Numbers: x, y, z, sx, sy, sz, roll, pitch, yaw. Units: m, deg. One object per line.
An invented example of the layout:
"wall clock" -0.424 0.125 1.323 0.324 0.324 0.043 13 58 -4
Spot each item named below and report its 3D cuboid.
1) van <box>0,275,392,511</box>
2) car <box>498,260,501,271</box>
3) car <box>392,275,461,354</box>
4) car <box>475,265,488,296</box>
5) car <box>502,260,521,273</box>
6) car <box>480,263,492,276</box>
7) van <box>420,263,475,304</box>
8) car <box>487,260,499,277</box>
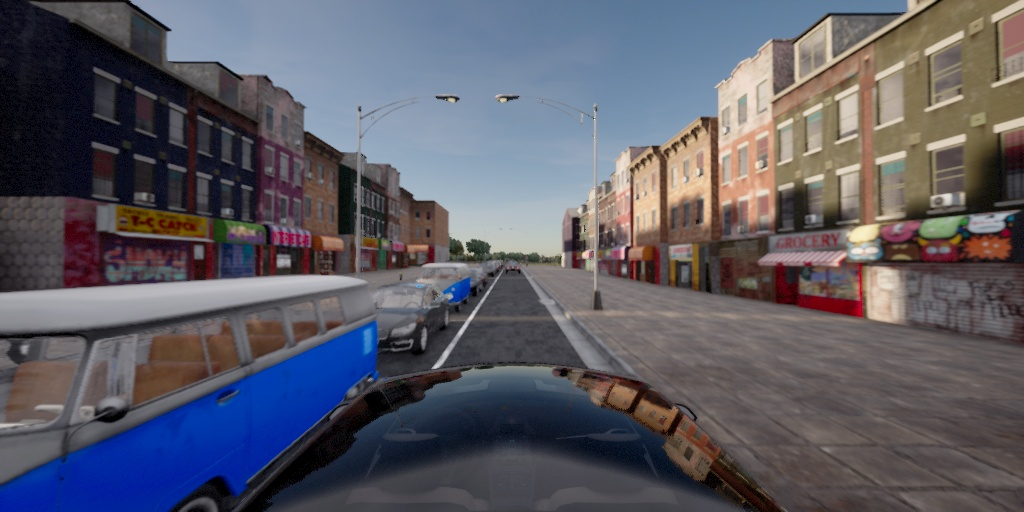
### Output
"van" -2.637 1.103 3.228 1.690 1.789 3.998 0 0 0
"car" -2.623 1.425 42.027 1.802 1.307 4.207 0 0 0
"car" -2.635 1.348 8.775 2.007 1.370 4.403 0 0 0
"car" -2.631 1.395 19.869 1.948 1.339 4.313 0 0 0
"car" 0.119 1.397 44.489 2.033 1.411 5.357 0 0 0
"car" -2.628 1.411 25.411 1.802 1.307 4.207 0 0 0
"van" -2.633 1.161 14.322 1.690 1.789 3.998 0 0 0
"car" -2.625 1.399 36.488 1.948 1.339 4.313 0 0 0
